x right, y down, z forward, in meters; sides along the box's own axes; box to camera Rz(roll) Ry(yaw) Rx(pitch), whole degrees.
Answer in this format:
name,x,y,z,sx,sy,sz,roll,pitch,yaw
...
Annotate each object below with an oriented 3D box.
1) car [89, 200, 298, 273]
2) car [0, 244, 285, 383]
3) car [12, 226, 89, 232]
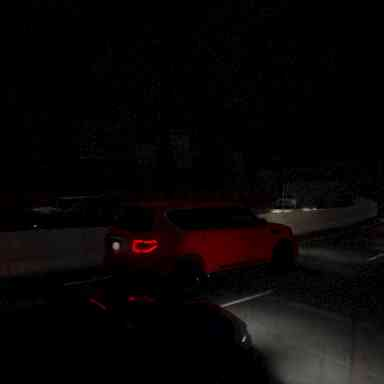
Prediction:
name,x,y,z,sx,sy,sz,roll,pitch,yaw
car,0.469,1.231,8.745,5.566,2.045,2.150,0,0,-39
car,-1.459,1.534,2.872,4.674,1.442,1.812,0,0,-36
car,-4.228,1.251,14.175,5.566,2.045,2.150,0,0,-39
